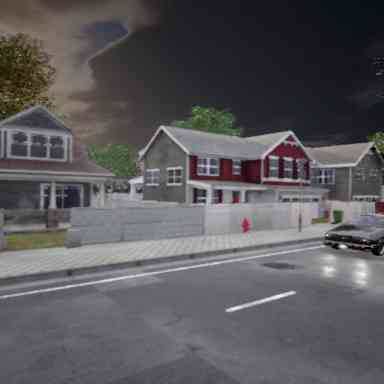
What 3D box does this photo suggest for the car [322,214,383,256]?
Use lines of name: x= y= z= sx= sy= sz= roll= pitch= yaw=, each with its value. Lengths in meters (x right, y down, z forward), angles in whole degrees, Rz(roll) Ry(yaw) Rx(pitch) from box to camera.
car: x=7.618 y=1.621 z=13.696 sx=5.357 sy=1.411 sz=2.033 roll=1 pitch=0 yaw=-37
